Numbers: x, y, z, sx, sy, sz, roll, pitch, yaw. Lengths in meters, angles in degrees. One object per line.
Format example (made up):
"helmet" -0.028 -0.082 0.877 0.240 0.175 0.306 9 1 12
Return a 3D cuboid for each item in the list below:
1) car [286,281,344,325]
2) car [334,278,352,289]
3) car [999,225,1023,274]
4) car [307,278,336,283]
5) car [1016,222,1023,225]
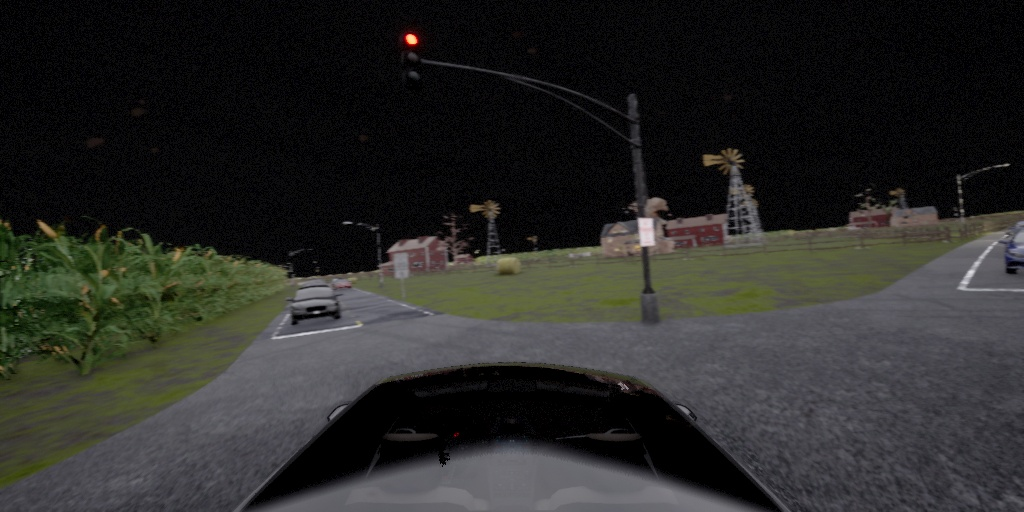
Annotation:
"car" -9.039 2.136 16.502 1.837 1.490 4.892 -4 -1 -29
"car" -21.494 3.551 45.393 1.994 1.385 4.181 -4 -1 -29
"car" 18.279 -0.257 12.209 4.674 1.442 1.812 -5 -1 -36
"car" -13.827 2.609 25.232 2.128 1.511 4.902 -4 -1 -29
"car" 26.430 -0.896 18.003 4.181 1.385 1.994 -5 -1 -34
